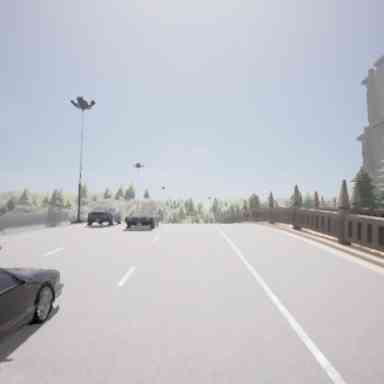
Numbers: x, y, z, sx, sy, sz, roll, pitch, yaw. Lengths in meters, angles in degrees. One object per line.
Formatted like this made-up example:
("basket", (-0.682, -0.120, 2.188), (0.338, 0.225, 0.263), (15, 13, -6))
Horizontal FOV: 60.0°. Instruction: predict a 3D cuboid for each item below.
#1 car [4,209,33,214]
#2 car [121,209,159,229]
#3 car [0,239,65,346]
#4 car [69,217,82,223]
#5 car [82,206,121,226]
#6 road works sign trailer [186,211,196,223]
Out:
("car", (-17.609, 2.474, 33.942), (2.033, 1.411, 5.357), (0, -5, 0))
("car", (-3.422, 1.884, 23.759), (1.895, 1.301, 4.718), (0, -3, 0))
("car", (-3.434, 1.555, 4.083), (2.033, 1.411, 5.357), (0, 0, 0))
("car", (-21.030, 5.268, 61.216), (1.837, 1.490, 4.892), (0, -6, 0))
("car", (-6.919, 1.933, 26.739), (1.837, 1.490, 4.892), (0, -3, 0))
("road works sign trailer", (-0.177, 6.156, 79.222), (2.380, 3.560, 2.880), (0, -6, 3))
